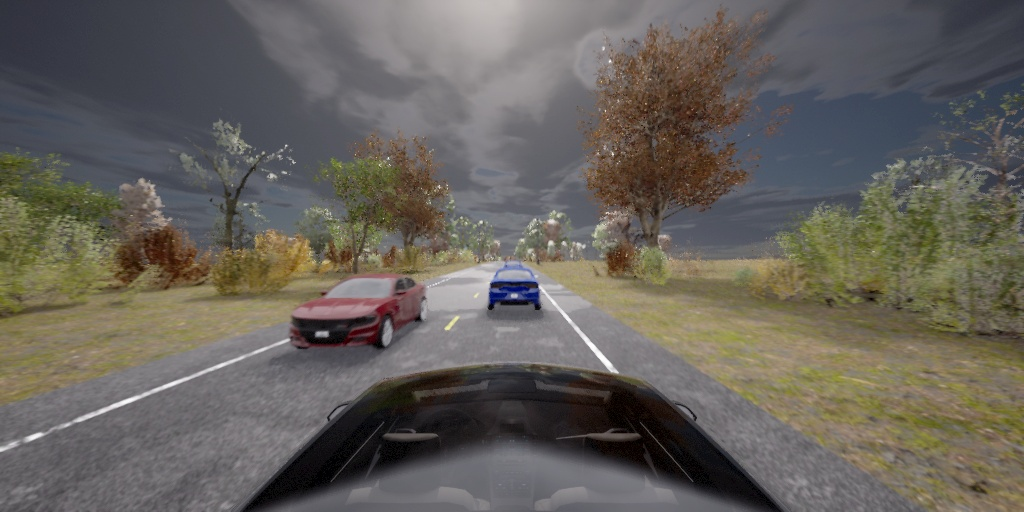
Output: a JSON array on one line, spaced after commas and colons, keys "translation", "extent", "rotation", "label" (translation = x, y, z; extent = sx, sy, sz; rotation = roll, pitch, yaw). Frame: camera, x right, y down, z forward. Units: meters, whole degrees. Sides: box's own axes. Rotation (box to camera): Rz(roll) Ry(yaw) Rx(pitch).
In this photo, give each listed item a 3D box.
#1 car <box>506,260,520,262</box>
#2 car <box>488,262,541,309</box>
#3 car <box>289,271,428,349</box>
[{"translation": [0.100, 1.142, 34.428], "extent": [1.882, 1.535, 5.008], "rotation": [0, 0, 0], "label": "car"}, {"translation": [0.088, 1.182, 14.593], "extent": [1.882, 1.535, 5.008], "rotation": [0, 0, 0], "label": "car"}, {"translation": [-3.572, 1.199, 9.263], "extent": [1.882, 1.535, 5.008], "rotation": [0, 0, 0], "label": "car"}]
